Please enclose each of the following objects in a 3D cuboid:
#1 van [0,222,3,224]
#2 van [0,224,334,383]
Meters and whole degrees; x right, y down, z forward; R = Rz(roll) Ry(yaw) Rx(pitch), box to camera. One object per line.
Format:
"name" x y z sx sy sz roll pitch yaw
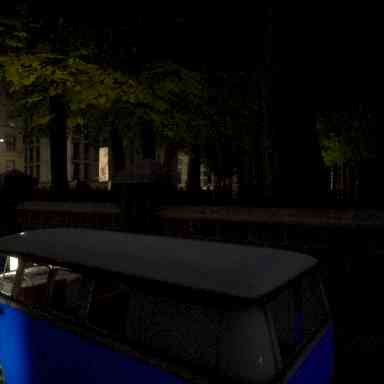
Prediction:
"van" -5.278 1.340 6.657 3.998 1.788 1.690 0 0 36
"van" -0.687 1.341 3.351 3.998 1.788 1.690 0 0 36
